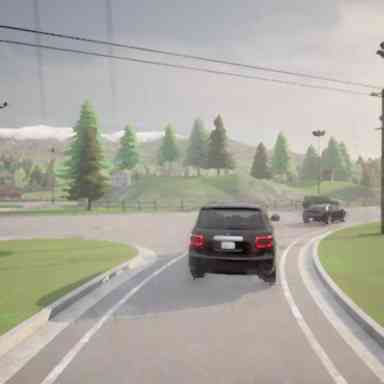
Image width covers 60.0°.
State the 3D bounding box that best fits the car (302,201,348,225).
[{"bbox_3d":[10.225,1.666,25.427,4.892,1.490,1.837,-1,-1,-45],"label":"car"}]

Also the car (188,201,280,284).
[{"bbox_3d":[1.425,1.288,10.082,2.150,2.045,5.566,0,0,13],"label":"car"}]

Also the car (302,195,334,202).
[{"bbox_3d":[17.900,1.507,46.265,5.566,2.045,2.150,1,-1,-25],"label":"car"}]
